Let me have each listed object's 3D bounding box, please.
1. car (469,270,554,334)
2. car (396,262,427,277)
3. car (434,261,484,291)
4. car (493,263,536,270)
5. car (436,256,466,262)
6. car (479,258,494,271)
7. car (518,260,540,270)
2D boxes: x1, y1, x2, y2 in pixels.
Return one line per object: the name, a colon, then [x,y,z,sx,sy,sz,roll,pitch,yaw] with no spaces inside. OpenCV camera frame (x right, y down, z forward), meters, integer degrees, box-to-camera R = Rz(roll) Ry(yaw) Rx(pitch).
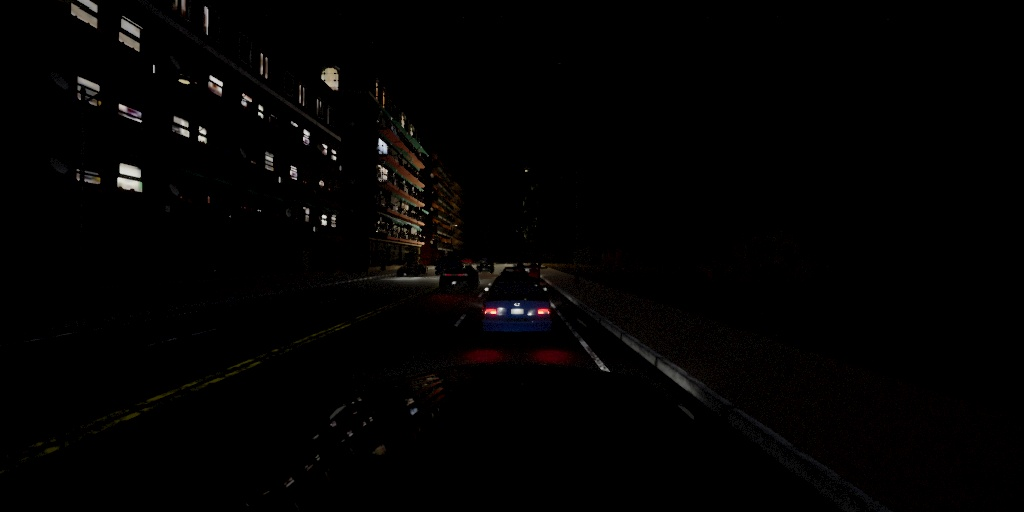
car: [0.117,1.299,10.597,2.033,1.411,5.357,0,0,0]
car: [-9.788,1.301,35.478,2.033,1.411,5.357,0,0,0]
car: [-3.115,1.244,21.761,2.128,1.511,4.902,0,0,0]
car: [0.128,1.317,20.930,1.994,1.385,4.181,0,0,1]
car: [-6.537,0.975,37.457,2.150,2.045,5.566,0,0,0]
car: [-3.078,1.244,41.895,2.128,1.511,4.902,0,0,0]
car: [1.187,1.105,29.865,2.097,1.767,4.553,0,0,0]
